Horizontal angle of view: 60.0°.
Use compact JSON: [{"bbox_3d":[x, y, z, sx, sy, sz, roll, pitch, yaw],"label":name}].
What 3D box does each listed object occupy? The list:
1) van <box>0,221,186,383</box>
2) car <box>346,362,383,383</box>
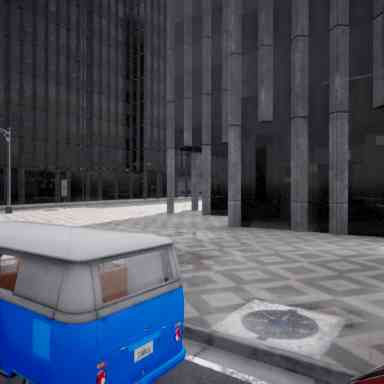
[{"bbox_3d":[-1.982,1.341,4.374,3.998,1.788,1.690,0,0,35],"label":"van"},{"bbox_3d":[2.519,1.440,1.170,4.097,1.590,1.967,0,0,35],"label":"car"}]
